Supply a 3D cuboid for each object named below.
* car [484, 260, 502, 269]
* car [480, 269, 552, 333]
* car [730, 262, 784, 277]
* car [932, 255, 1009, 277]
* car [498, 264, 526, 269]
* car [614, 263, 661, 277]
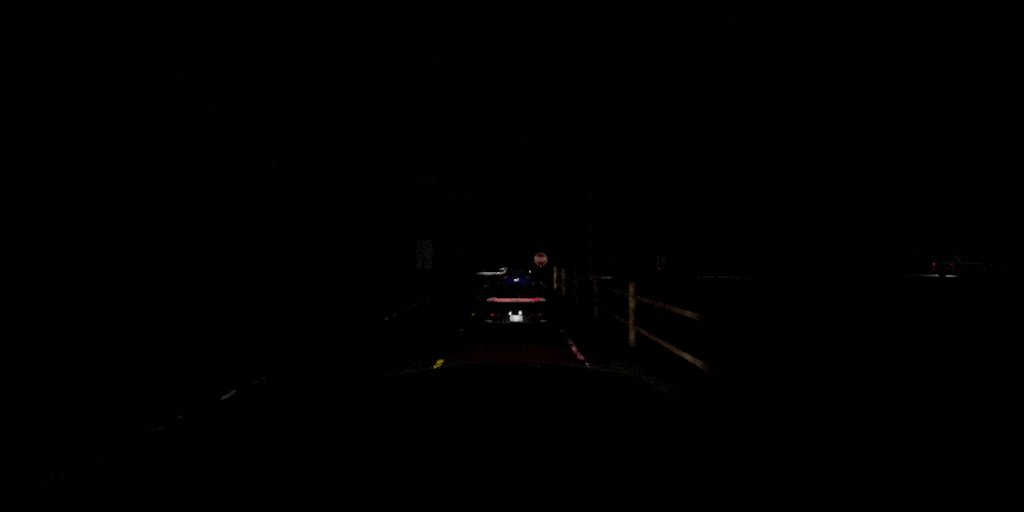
[{"bbox_3d":[-2.831,1.608,51.768,1.994,1.385,4.181,0,0,0],"label":"car"},{"bbox_3d":[0.100,1.301,11.023,2.128,1.511,4.902,0,-1,0],"label":"car"},{"bbox_3d":[25.237,1.345,37.060,5.008,1.535,1.882,-1,-1,-1],"label":"car"},{"bbox_3d":[43.973,0.966,34.489,5.566,2.045,2.150,0,-1,0],"label":"car"},{"bbox_3d":[0.371,1.457,24.370,1.994,1.385,4.181,0,0,3],"label":"car"},{"bbox_3d":[12.885,1.445,36.892,4.674,1.442,1.812,0,-1,1],"label":"car"}]
